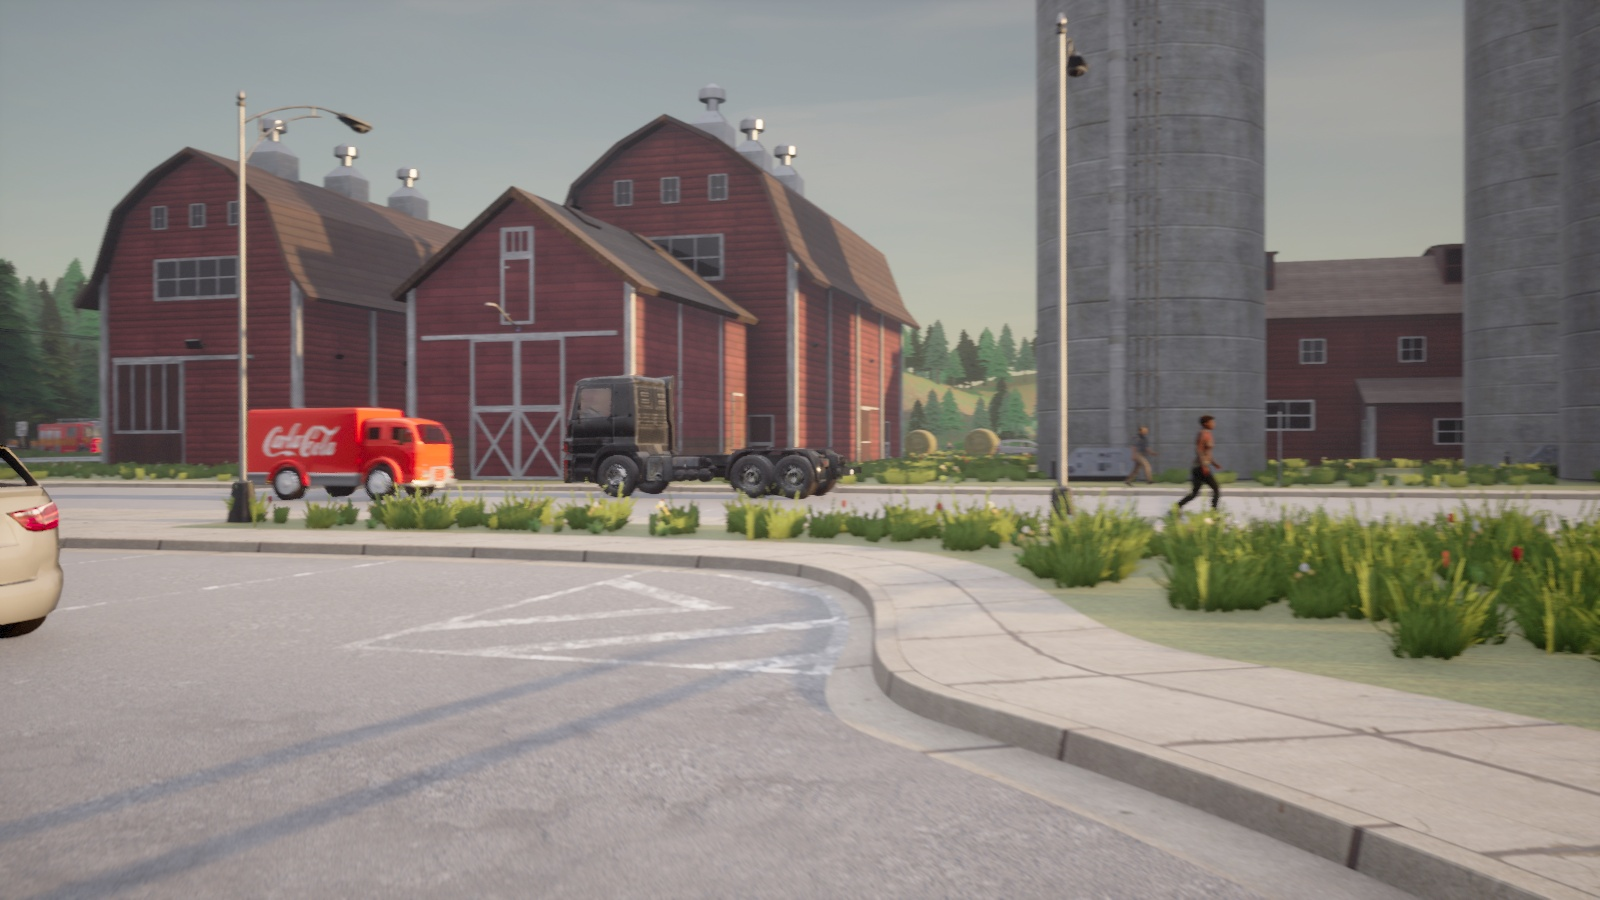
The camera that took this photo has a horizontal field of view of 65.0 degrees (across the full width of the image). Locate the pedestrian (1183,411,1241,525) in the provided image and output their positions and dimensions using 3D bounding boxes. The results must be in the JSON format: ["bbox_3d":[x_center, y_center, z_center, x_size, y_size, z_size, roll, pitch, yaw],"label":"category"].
[{"bbox_3d":[6.583,0.280,20.075,0.869,1.805,0.328,0,0,15],"label":"pedestrian"}]

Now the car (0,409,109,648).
[{"bbox_3d":[-7.796,0.546,9.368,4.611,1.667,2.242,0,0,23],"label":"car"}]

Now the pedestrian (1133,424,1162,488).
[{"bbox_3d":[10.205,0.176,36.885,0.694,1.848,0.540,0,0,37],"label":"pedestrian"}]

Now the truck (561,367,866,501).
[{"bbox_3d":[-2.364,-0.431,34.891,7.936,3.462,2.891,0,0,16],"label":"truck"}]

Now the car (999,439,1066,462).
[{"bbox_3d":[16.914,0.024,91.197,4.611,1.667,2.242,0,0,16],"label":"car"}]

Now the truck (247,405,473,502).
[{"bbox_3d":[-11.832,0.081,33.907,5.204,2.467,2.627,0,0,16],"label":"truck"}]
